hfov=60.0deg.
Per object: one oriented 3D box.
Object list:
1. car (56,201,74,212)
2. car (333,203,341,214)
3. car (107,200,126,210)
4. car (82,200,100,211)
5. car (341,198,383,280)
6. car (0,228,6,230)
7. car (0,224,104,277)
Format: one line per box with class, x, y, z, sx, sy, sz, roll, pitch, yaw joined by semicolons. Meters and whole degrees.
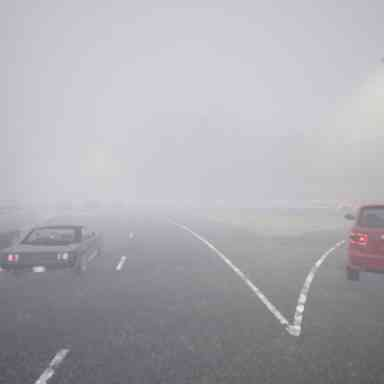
car;-17.271;1.902;45.149;2.033;1.411;5.357;0;0;-28
car;17.239;1.439;34.773;4.553;1.767;2.097;0;0;9
car;-10.987;1.857;48.229;1.812;1.442;4.674;0;0;-28
car;-14.221;1.850;46.864;1.837;1.490;4.892;0;0;-28
car;5.679;1.238;9.547;2.150;2.045;5.566;-1;-1;27
car;-7.688;1.712;11.508;1.895;1.301;4.718;0;0;-7
car;-4.079;1.685;10.631;1.895;1.301;4.718;0;0;-6
